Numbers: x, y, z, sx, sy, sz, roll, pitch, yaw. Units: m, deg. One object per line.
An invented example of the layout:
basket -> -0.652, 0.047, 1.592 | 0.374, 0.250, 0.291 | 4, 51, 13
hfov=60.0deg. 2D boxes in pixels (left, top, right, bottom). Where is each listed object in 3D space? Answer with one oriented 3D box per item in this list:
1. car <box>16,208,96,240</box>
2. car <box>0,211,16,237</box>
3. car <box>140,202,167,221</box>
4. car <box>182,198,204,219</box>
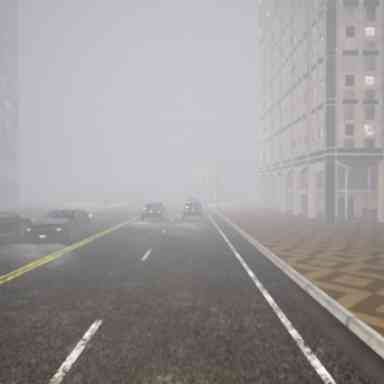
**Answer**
car -> -6.519, 1.556, 17.211 | 2.033, 1.411, 5.357 | 0, 0, 1
car -> -9.780, 1.609, 16.119 | 1.895, 1.301, 4.718 | 0, 0, 0
car -> -3.135, 1.559, 27.675 | 2.033, 1.411, 5.357 | 0, 0, -1
car -> 0.106, 1.559, 29.539 | 2.033, 1.411, 5.357 | 0, 0, 1
